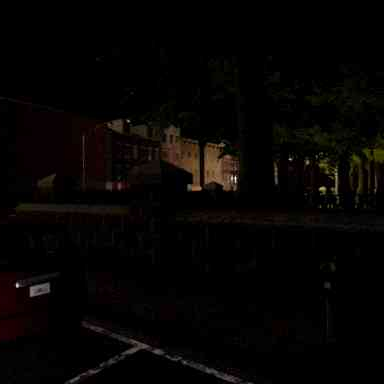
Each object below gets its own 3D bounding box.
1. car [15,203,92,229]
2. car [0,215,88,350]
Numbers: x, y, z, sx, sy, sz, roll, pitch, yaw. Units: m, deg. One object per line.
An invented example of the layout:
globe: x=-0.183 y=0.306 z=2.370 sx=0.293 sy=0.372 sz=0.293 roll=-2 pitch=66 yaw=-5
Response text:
car: x=-9.395 y=1.582 z=22.935 sx=1.812 sy=1.442 sz=4.674 roll=-1 pitch=-1 yaw=35
car: x=-3.860 y=1.318 z=5.588 sx=5.009 sy=1.841 sz=2.192 roll=0 pitch=-1 yaw=36
